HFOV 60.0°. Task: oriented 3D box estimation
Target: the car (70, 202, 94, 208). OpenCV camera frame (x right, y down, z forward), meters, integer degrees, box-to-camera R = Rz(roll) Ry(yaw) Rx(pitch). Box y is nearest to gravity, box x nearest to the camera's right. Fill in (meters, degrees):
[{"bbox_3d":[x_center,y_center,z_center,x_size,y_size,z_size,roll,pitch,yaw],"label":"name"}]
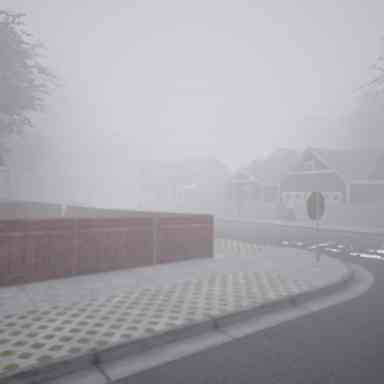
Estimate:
[{"bbox_3d":[-13.950,1.906,41.817,1.895,1.301,4.718,-1,0,-35],"label":"car"}]
